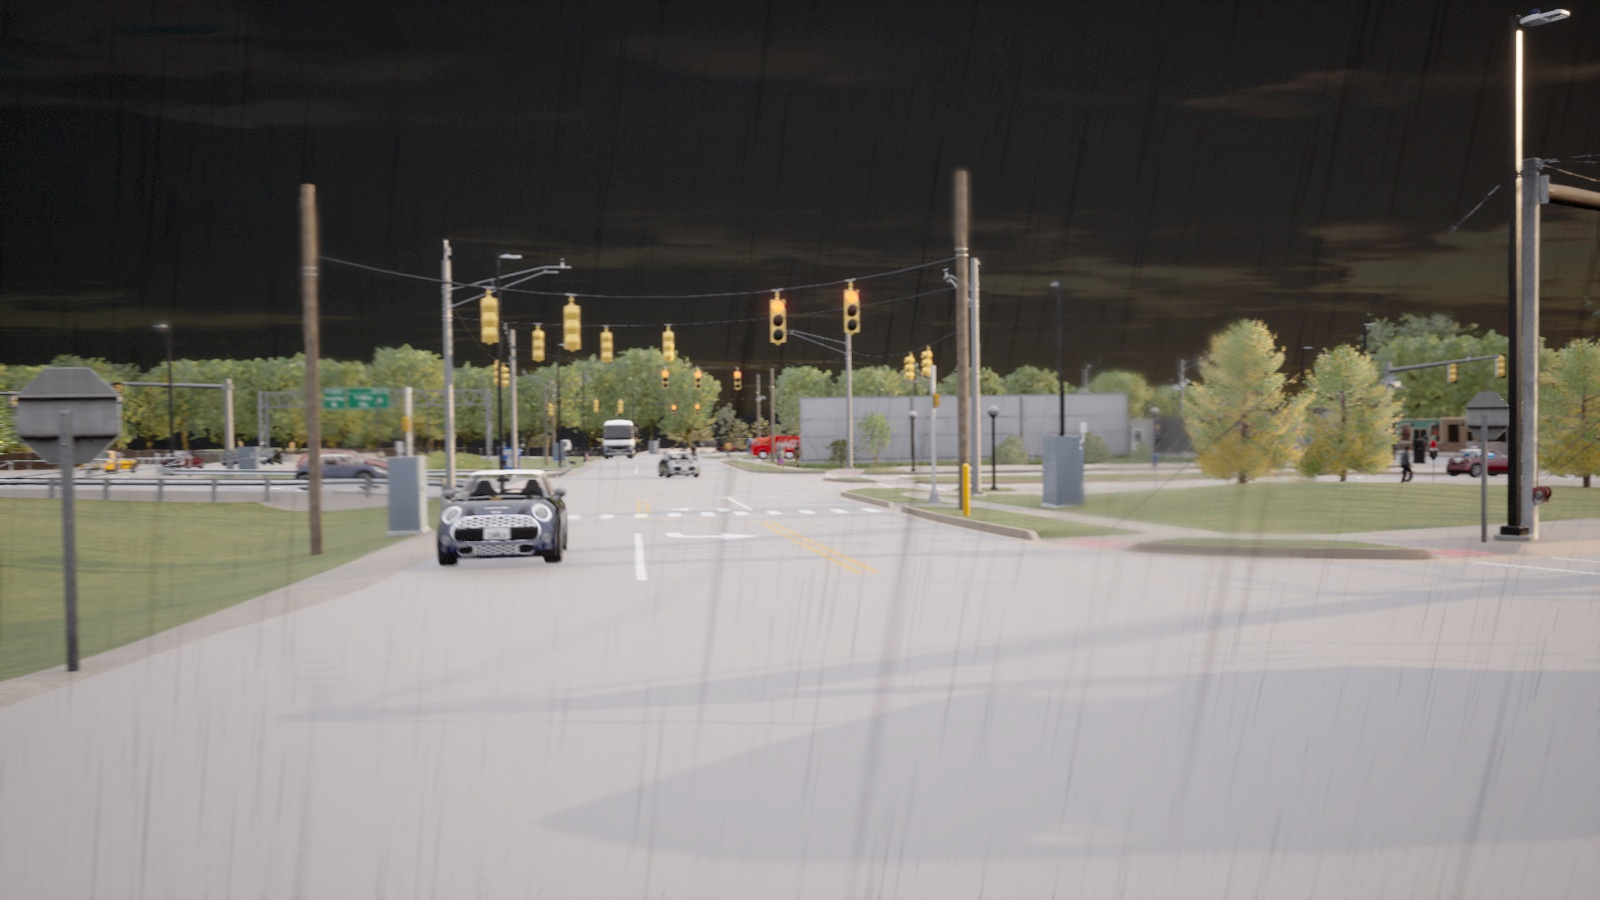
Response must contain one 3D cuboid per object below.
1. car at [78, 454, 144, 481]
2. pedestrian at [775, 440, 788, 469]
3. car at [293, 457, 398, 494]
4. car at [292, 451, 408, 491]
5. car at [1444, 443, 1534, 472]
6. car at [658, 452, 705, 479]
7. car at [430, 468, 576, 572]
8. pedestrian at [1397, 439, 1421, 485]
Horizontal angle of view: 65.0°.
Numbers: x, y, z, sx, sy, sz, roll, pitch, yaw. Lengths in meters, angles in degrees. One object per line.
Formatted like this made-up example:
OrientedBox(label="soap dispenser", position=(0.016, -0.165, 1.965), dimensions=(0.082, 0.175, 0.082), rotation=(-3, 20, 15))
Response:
OrientedBox(label="car", position=(-43.884, 1.085, 80.133), dimensions=(1.801, 1.575, 5.366), rotation=(-1, 0, -7))
OrientedBox(label="pedestrian", position=(-1.250, 0.277, 86.361), dimensions=(0.659, 1.952, 0.873), rotation=(-2, 2, -16))
OrientedBox(label="car", position=(-19.378, 1.073, 53.652), dimensions=(3.806, 1.475, 1.970), rotation=(-1, 0, -3))
OrientedBox(label="car", position=(-20.449, 0.936, 57.287), dimensions=(4.611, 1.667, 2.242), rotation=(-1, 0, -9))
OrientedBox(label="car", position=(36.783, 0.400, 67.077), dimensions=(3.806, 1.475, 1.970), rotation=(0, 1, -12))
OrientedBox(label="car", position=(-6.896, 0.882, 72.598), dimensions=(1.970, 1.475, 3.806), rotation=(-2, 1, -16))
OrientedBox(label="car", position=(-4.816, 1.077, 20.833), dimensions=(1.970, 1.475, 3.806), rotation=(-1, 0, -8))
OrientedBox(label="pedestrian", position=(26.256, 0.511, 54.130), dimensions=(0.788, 1.949, 0.423), rotation=(-1, 2, -8))
